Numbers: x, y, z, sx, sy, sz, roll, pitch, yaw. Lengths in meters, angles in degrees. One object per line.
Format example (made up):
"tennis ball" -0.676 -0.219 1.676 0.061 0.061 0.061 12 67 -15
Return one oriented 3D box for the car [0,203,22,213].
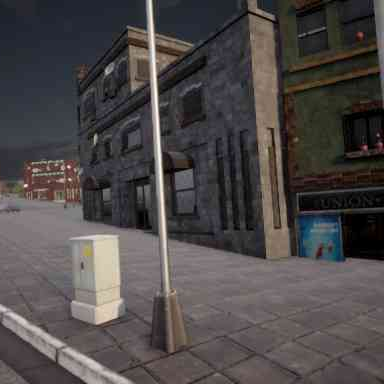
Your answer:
"car" -26.898 2.357 48.735 2.128 1.511 4.902 -4 -1 1
